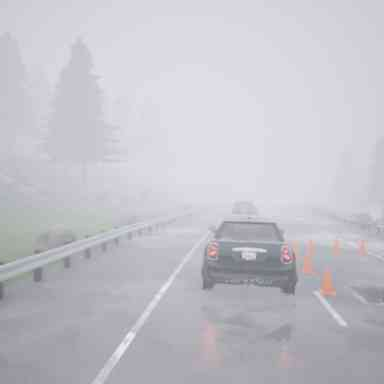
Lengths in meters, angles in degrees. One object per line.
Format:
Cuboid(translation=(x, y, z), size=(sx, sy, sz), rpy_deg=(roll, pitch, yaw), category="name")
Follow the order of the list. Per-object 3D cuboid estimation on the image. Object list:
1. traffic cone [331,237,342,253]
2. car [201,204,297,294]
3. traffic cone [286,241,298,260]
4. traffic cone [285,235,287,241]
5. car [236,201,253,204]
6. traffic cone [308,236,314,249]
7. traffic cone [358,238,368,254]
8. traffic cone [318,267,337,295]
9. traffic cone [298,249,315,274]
Cuboid(translation=(5.851, 2.125, 13.474), size=(0.340, 0.580, 0.340), rpy_deg=(2, 0, 7), category="traffic cone")
Cuboid(translation=(1.499, 1.398, 9.259), size=(2.097, 1.767, 4.553), rpy_deg=(2, 0, 7), category="car")
Cuboid(translation=(3.629, 2.063, 11.725), size=(0.340, 0.580, 0.340), rpy_deg=(2, 0, 7), category="traffic cone")
Cuboid(translation=(3.866, 2.070, 13.711), size=(0.340, 0.580, 0.340), rpy_deg=(2, 0, 7), category="traffic cone")
Cuboid(translation=(4.372, 1.488, 27.574), size=(2.097, 1.767, 4.553), rpy_deg=(2, 0, 10), category="car")
Cuboid(translation=(4.858, 2.098, 13.592), size=(0.340, 0.580, 0.340), rpy_deg=(2, 0, 7), category="traffic cone")
Cuboid(translation=(6.843, 2.153, 13.355), size=(0.340, 0.580, 0.340), rpy_deg=(2, 0, 7), category="traffic cone")
Cuboid(translation=(3.154, 2.047, 7.753), size=(0.340, 0.580, 0.340), rpy_deg=(2, 0, 7), category="traffic cone")
Cuboid(translation=(3.391, 2.055, 9.739), size=(0.340, 0.580, 0.340), rpy_deg=(2, 0, 7), category="traffic cone")
